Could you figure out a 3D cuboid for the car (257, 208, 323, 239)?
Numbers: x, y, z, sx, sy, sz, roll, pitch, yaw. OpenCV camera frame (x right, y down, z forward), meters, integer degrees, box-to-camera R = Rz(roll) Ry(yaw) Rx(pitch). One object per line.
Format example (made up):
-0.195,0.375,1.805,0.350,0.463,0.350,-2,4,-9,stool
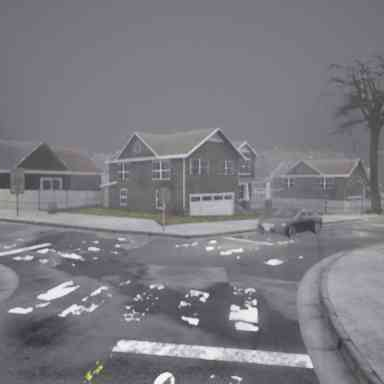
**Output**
5.607,1.661,18.719,4.902,1.511,2.128,1,0,-44,car
